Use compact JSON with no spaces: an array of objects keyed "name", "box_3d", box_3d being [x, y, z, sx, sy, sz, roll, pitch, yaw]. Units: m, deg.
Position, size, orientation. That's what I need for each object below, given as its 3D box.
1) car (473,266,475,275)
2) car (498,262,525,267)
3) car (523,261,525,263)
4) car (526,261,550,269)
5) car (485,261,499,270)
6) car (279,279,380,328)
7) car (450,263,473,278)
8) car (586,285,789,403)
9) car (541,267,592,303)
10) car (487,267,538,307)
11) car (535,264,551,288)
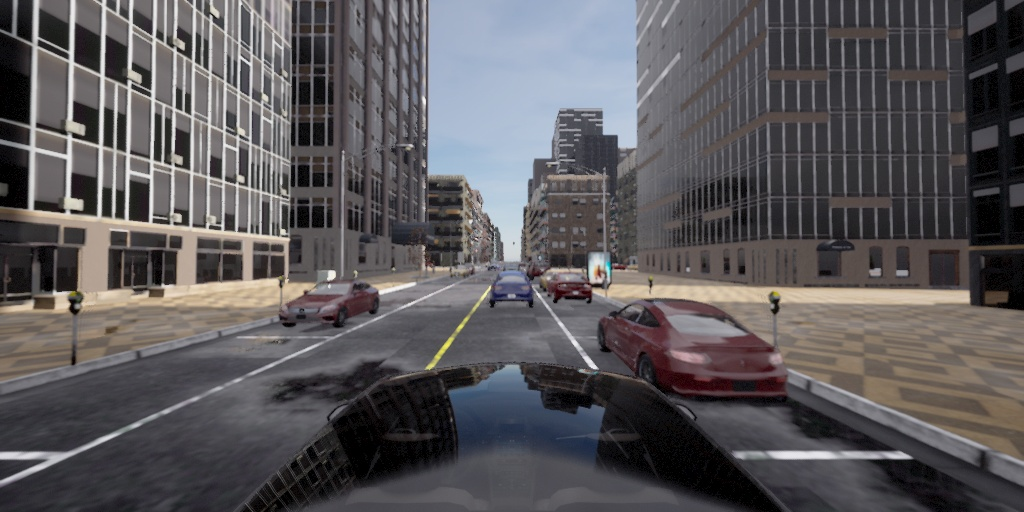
[{"name":"car","box_3d":[-5.729,1.602,45.127,1.967,1.591,4.097,0,0,0]},{"name":"car","box_3d":[-0.023,1.537,31.150,1.837,1.490,4.892,0,0,0]},{"name":"car","box_3d":[2.657,1.423,39.574,2.192,1.841,5.009,0,0,0]},{"name":"car","box_3d":[2.662,1.370,34.015,2.192,1.841,5.009,0,0,0]},{"name":"car","box_3d":[-3.057,1.667,61.520,2.097,1.767,4.553,0,0,0]},{"name":"car","box_3d":[-5.698,1.427,11.771,1.802,1.307,4.207,0,0,0]},{"name":"car","box_3d":[-5.723,1.634,39.398,1.751,1.417,4.829,0,0,0]},{"name":"car","box_3d":[2.688,1.374,6.219,1.802,1.307,4.207,0,0,0]},{"name":"car","box_3d":[2.677,1.442,17.338,1.888,1.381,4.507,0,0,0]},{"name":"car","box_3d":[-0.008,1.413,16.228,1.812,1.442,4.674,0,0,0]},{"name":"car","box_3d":[2.673,1.475,23.067,1.751,1.417,4.829,0,0,0]}]
